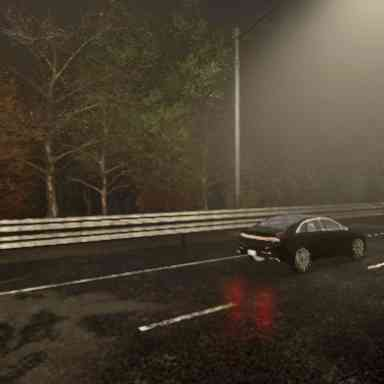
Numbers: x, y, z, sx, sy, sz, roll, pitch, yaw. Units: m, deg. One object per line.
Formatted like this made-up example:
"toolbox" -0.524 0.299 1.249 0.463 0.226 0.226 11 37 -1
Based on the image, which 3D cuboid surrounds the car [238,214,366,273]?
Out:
"car" 3.648 1.451 10.613 4.902 1.511 2.128 0 0 -35
